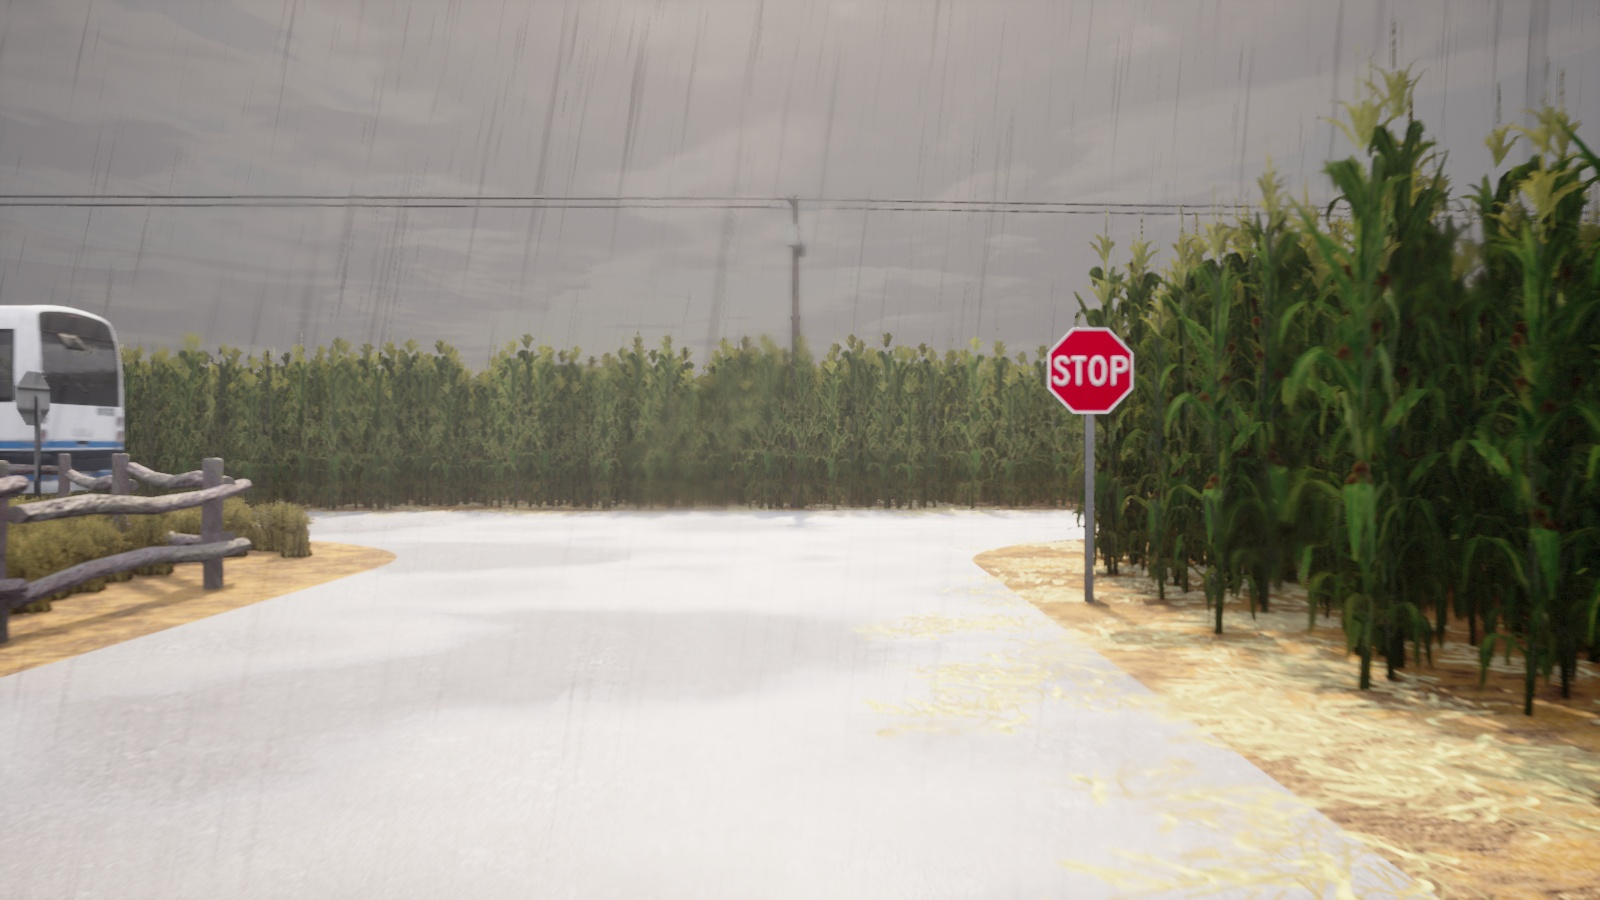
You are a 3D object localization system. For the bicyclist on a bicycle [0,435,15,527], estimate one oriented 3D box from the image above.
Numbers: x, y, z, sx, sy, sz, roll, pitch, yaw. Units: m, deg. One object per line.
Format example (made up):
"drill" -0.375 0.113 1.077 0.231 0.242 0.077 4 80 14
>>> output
"bicyclist on a bicycle" -14.817 0.547 22.057 1.509 1.612 0.866 0 0 1

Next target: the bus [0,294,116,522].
"bus" -20.034 -0.789 25.369 10.273 4.253 3.944 0 0 0
